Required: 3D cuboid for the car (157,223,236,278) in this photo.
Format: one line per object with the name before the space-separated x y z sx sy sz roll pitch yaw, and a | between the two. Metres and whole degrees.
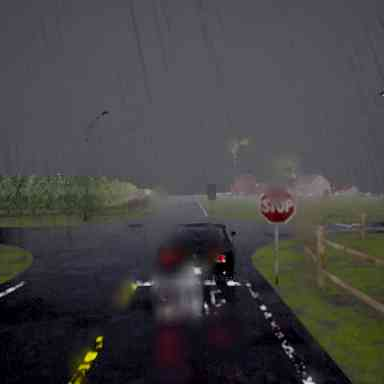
car | 0.379 1.578 10.078 1.895 1.301 4.718 0 0 8
